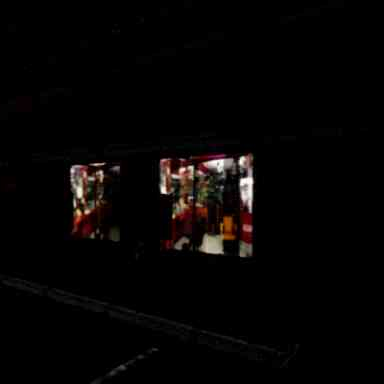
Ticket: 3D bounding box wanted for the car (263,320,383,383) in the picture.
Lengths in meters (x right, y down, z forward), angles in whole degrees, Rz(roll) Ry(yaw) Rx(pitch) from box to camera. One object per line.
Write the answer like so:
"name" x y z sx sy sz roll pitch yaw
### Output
"car" 2.584 1.299 1.015 5.009 1.841 2.192 -1 0 35
